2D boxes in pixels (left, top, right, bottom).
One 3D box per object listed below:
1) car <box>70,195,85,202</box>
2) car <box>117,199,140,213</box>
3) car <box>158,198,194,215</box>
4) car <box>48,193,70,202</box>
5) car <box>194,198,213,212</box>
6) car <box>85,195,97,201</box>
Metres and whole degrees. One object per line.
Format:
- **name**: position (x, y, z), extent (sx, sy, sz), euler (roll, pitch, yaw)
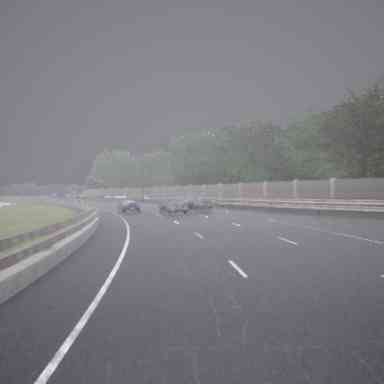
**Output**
- **car**: position (-26.204, 1.389, 73.175), extent (1.837, 1.490, 4.892), euler (-1, 0, -45)
- **car**: position (-6.907, 1.475, 36.351), extent (1.812, 1.442, 4.674), euler (-1, 0, -21)
- **car**: position (-1.893, 1.457, 32.735), extent (2.033, 1.411, 5.357), euler (-1, 0, -19)
- **car**: position (-28.758, 1.150, 70.777), extent (2.150, 2.045, 5.566), euler (-1, 0, -45)
- **car**: position (0.632, 1.365, 36.161), extent (2.128, 1.511, 4.902), euler (-1, 0, -19)
- **car**: position (-23.440, 1.394, 75.384), extent (2.033, 1.411, 5.357), euler (-1, 0, -42)
